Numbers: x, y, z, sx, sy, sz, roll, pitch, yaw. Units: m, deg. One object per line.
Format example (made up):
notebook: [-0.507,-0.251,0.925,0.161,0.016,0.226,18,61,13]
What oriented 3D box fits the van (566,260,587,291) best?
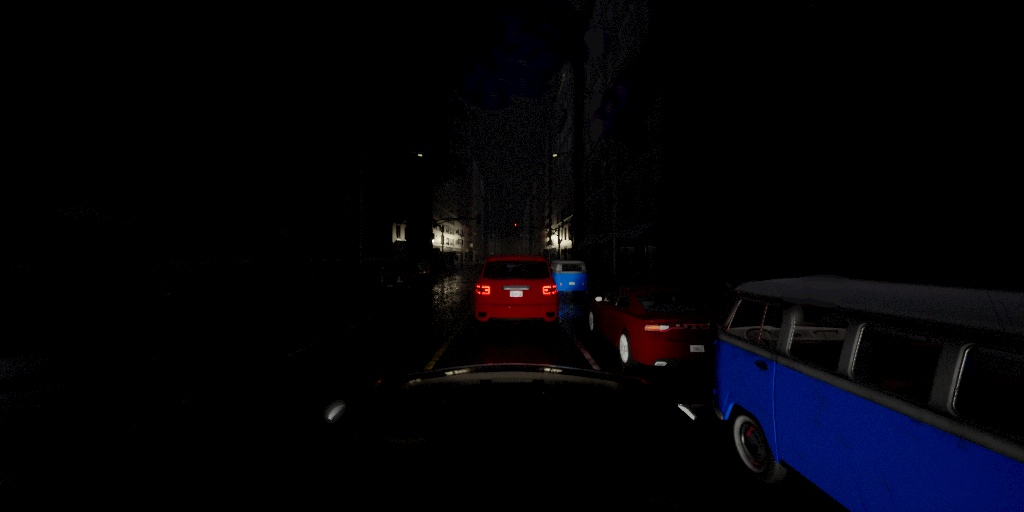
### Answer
van: [2.890,1.086,19.089,1.690,1.789,3.998,0,0,0]

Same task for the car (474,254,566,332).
car: [0.119,0.970,10.991,2.150,2.045,5.566,0,0,0]

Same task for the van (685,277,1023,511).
van: [2.856,1.091,2.107,1.690,1.789,3.998,0,0,0]

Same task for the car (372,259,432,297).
car: [-5.635,1.060,19.066,2.192,1.841,5.009,0,0,0]

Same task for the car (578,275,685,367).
car: [2.867,1.294,7.768,1.888,1.381,4.507,0,0,0]
